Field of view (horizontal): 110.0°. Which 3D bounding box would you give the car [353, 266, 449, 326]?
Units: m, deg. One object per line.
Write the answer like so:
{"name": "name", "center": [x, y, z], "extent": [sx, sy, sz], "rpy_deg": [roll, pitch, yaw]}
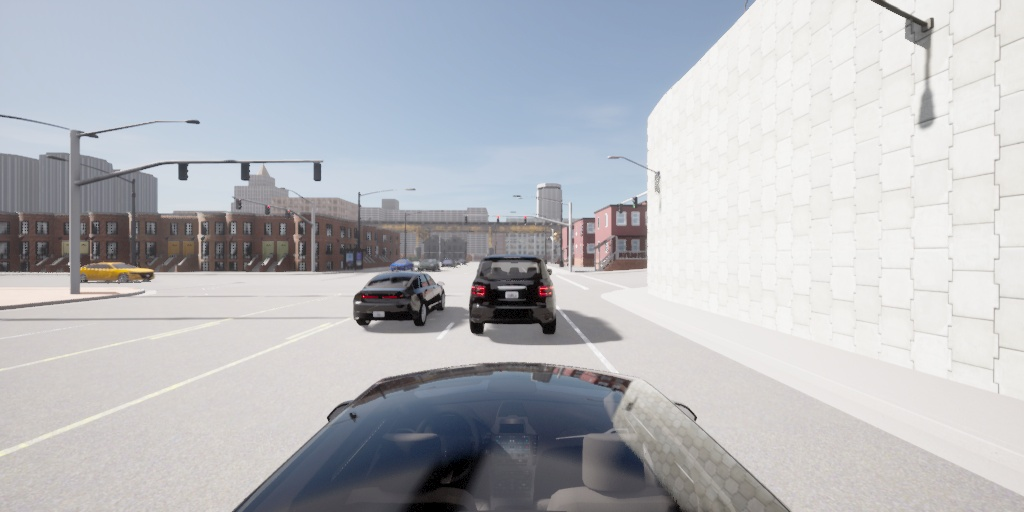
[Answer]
{"name": "car", "center": [-3.423, 1.254, 11.651], "extent": [1.837, 1.490, 4.892], "rpy_deg": [0, 0, 0]}

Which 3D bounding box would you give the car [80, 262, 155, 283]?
{"name": "car", "center": [-30.028, 1.225, 27.097], "extent": [5.008, 1.535, 1.882], "rpy_deg": [0, 0, 0]}

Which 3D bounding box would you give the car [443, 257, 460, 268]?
{"name": "car", "center": [-10.596, 1.291, 60.071], "extent": [2.033, 1.411, 5.357], "rpy_deg": [0, 0, 0]}

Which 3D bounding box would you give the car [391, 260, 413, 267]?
{"name": "car", "center": [-14.111, 1.223, 46.323], "extent": [1.882, 1.535, 5.008], "rpy_deg": [0, 0, 0]}

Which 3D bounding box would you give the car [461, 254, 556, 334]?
{"name": "car", "center": [0.061, 0.971, 10.761], "extent": [2.150, 2.045, 5.566], "rpy_deg": [0, 0, 1]}

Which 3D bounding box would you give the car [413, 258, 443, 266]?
{"name": "car", "center": [-10.597, 1.098, 45.632], "extent": [2.097, 1.767, 4.553], "rpy_deg": [0, 0, 0]}
